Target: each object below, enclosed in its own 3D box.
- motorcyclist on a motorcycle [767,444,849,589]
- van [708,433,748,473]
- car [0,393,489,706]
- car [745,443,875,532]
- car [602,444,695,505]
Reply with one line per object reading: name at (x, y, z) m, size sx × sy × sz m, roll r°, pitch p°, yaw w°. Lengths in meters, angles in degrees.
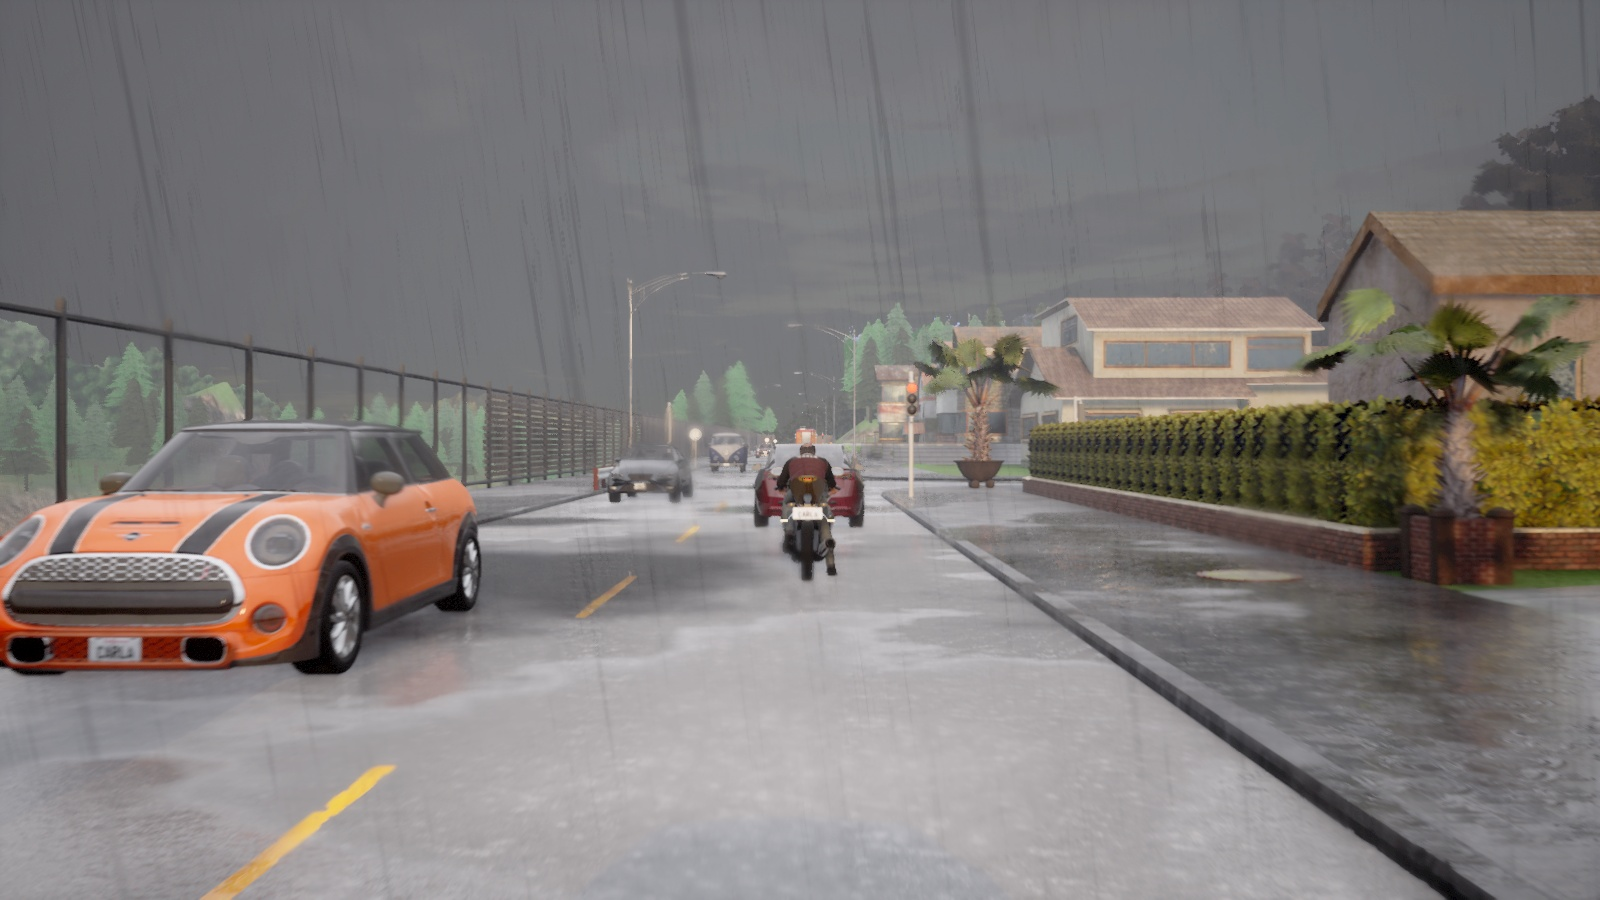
motorcyclist on a motorcycle at (0.086, 0.700, 14.391) m, size 0.866 × 1.530 × 2.191 m, roll 0°, pitch 0°, yaw 0°
van at (-3.669, 0.131, 64.844) m, size 1.775 × 1.987 × 4.442 m, roll 0°, pitch 0°, yaw 0°
car at (-3.938, 0.549, 9.363) m, size 2.097 × 1.767 × 4.553 m, roll 0°, pitch 0°, yaw 0°
car at (0.154, 0.614, 23.410) m, size 2.163 × 1.488 × 4.792 m, roll 0°, pitch 0°, yaw 0°
car at (-3.830, 0.575, 32.391) m, size 1.816 × 1.474 × 4.193 m, roll 0°, pitch 0°, yaw 1°
